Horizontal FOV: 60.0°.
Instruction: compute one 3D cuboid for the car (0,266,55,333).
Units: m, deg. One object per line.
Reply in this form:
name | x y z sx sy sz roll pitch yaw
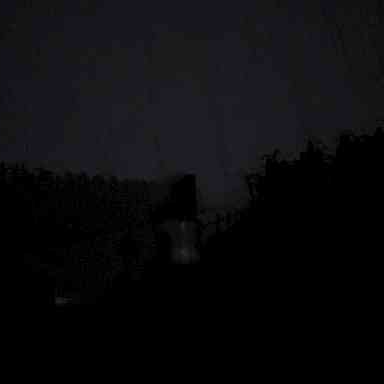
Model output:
car | -3.985 1.636 4.871 1.994 1.385 4.181 -1 -1 14
